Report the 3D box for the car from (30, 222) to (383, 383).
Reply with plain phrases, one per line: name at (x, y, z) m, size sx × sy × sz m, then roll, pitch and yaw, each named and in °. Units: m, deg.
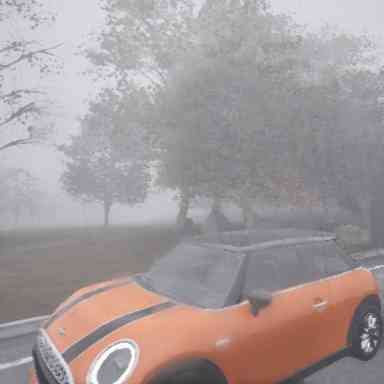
car at (0.456, 1.354, 4.313) m, size 4.553 × 1.767 × 2.097 m, roll 0°, pitch 0°, yaw -35°
